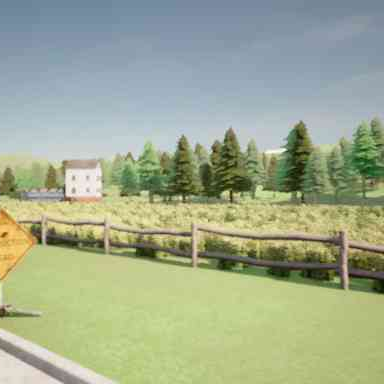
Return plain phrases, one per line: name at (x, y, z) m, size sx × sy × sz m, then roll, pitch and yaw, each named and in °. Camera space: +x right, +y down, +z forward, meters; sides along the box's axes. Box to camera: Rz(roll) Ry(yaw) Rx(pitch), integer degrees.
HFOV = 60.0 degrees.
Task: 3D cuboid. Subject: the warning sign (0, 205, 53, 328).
warning sign at (-3.273, 1.178, 5.650) m, size 1.060 × 1.860 × 1.300 m, roll -1°, pitch 0°, yaw 35°
